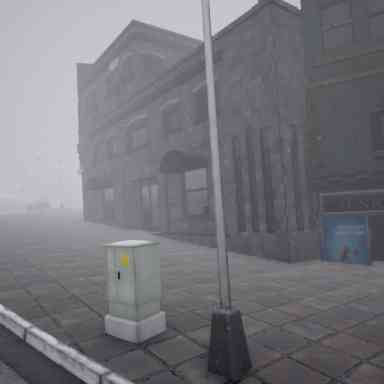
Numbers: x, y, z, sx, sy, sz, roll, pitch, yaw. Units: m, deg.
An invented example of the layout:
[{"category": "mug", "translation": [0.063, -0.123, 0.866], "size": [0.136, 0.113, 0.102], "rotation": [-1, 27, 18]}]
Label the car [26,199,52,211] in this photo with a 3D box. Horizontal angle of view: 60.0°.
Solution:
[{"category": "car", "translation": [-26.667, 2.234, 58.024], "size": [2.150, 2.045, 5.566], "rotation": [-4, -1, 4]}]
